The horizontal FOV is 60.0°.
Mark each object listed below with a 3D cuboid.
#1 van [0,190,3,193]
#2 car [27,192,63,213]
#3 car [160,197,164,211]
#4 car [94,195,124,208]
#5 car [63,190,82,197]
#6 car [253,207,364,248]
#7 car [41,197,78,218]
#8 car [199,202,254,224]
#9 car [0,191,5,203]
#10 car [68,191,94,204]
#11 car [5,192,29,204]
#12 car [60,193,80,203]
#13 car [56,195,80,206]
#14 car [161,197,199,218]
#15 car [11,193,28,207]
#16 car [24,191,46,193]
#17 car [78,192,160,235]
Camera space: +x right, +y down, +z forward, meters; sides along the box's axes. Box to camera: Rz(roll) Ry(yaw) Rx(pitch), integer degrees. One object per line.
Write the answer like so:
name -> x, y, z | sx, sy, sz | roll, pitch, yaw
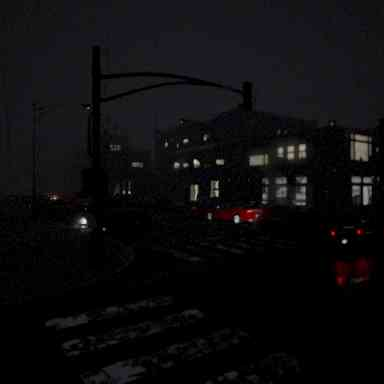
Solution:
van -> -36.323, 0.563, 62.725 | 1.690, 1.788, 3.998 | 1, 0, -36
car -> -13.726, 1.075, 31.155 | 1.967, 1.590, 4.097 | 1, 0, -36
car -> -3.685, 1.127, 31.524 | 1.967, 1.590, 4.097 | 1, 0, -36
car -> -10.142, 1.128, 40.543 | 2.008, 1.369, 4.403 | 1, 0, -36
car -> -9.299, 0.894, 29.402 | 2.150, 2.045, 5.566 | 0, 1, -36
car -> 4.891, 1.505, 14.554 | 1.895, 1.301, 4.718 | 0, 1, -22
car -> -10.501, 1.271, 26.646 | 1.802, 1.307, 4.206 | 1, 0, -36
car -> 2.771, 1.338, 22.504 | 1.887, 1.381, 4.507 | 1, 0, -36
car -> -26.641, 0.951, 49.195 | 1.887, 1.381, 4.507 | 1, 0, -36
car -> -16.595, 0.778, 49.564 | 2.192, 1.841, 5.009 | 1, 0, -36
car -> -23.414, 1.047, 44.686 | 1.802, 1.307, 4.206 | 1, 0, -36
car -> -19.926, 0.927, 54.213 | 1.752, 1.417, 4.829 | 1, 0, -36
car -> -17.096, 1.094, 45.702 | 1.895, 1.301, 4.718 | 0, 1, -35
car -> -0.457, 1.322, 27.013 | 1.802, 1.307, 4.206 | 1, 0, -36
car -> -20.185, 1.105, 40.174 | 1.802, 1.307, 4.206 | 1, 0, -36
car -> -22.005, 0.943, 47.312 | 2.128, 1.511, 4.902 | 0, 1, -35
car -> -4.039, 1.111, 17.626 | 2.192, 1.841, 5.009 | 1, 0, -36
